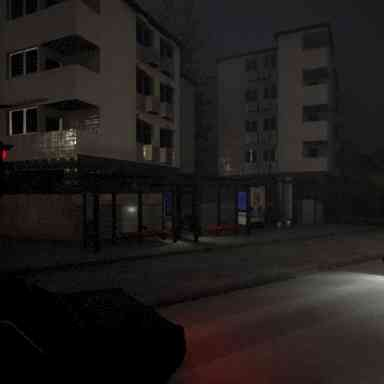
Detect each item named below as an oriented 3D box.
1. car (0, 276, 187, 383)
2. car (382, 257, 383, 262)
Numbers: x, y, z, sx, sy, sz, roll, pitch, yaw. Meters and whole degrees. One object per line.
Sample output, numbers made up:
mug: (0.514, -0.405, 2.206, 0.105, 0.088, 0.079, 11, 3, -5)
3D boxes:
car: (-2.488, 1.601, 2.925, 4.718, 1.301, 1.895, 0, 0, -34)
car: (7.852, 1.547, 9.859, 5.357, 1.411, 2.033, 0, 0, -34)
